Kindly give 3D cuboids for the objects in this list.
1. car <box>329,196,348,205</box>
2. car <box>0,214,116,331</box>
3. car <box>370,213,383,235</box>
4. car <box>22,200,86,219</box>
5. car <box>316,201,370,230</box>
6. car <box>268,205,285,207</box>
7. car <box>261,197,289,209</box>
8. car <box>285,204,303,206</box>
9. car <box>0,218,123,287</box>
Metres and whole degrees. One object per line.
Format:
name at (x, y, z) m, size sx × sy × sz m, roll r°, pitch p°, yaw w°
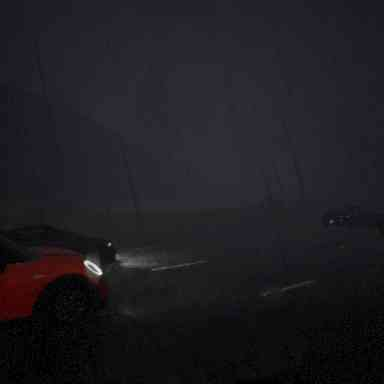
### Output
car at (25.828, 1.477, 58.564) m, size 1.837 × 1.490 × 4.892 m, roll 0°, pitch 1°, yaw 38°
car at (-3.747, 1.359, 5.486) m, size 4.553 × 1.767 × 2.097 m, roll 0°, pitch 0°, yaw -36°
car at (11.628, 1.465, 17.730) m, size 5.008 × 1.535 × 1.882 m, roll 0°, pitch 0°, yaw -41°
car at (-12.320, 1.515, 29.916) m, size 4.902 × 1.511 × 2.128 m, roll 0°, pitch 0°, yaw -38°
car at (9.829, 1.516, 20.814) m, size 4.674 × 1.442 × 1.812 m, roll 0°, pitch 0°, yaw -41°
car at (9.451, 1.559, 39.966) m, size 1.994 × 1.385 × 4.181 m, roll 0°, pitch 0°, yaw 45°
car at (11.898, 1.496, 47.561) m, size 1.837 × 1.490 × 4.892 m, roll 0°, pitch 0°, yaw 43°
car at (13.143, 1.494, 38.705) m, size 1.837 × 1.490 × 4.892 m, roll 0°, pitch 0°, yaw 44°
car at (-4.323, 1.572, 9.388) m, size 4.181 × 1.385 × 1.994 m, roll 0°, pitch 0°, yaw -36°
